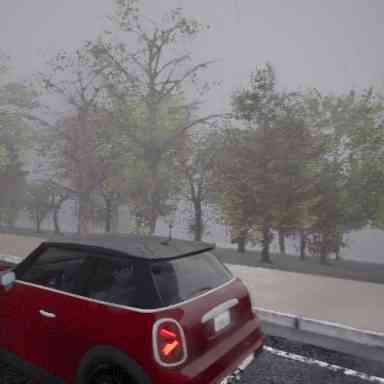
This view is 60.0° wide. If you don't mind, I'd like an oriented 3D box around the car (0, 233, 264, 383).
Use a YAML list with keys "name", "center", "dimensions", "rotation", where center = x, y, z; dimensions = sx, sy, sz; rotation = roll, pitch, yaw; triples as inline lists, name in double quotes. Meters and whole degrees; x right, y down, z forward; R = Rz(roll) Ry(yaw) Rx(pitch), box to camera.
- name: "car"
  center: [-1.412, 1.378, 4.692]
  dimensions: [4.553, 1.767, 2.097]
  rotation: [-1, 0, 35]
